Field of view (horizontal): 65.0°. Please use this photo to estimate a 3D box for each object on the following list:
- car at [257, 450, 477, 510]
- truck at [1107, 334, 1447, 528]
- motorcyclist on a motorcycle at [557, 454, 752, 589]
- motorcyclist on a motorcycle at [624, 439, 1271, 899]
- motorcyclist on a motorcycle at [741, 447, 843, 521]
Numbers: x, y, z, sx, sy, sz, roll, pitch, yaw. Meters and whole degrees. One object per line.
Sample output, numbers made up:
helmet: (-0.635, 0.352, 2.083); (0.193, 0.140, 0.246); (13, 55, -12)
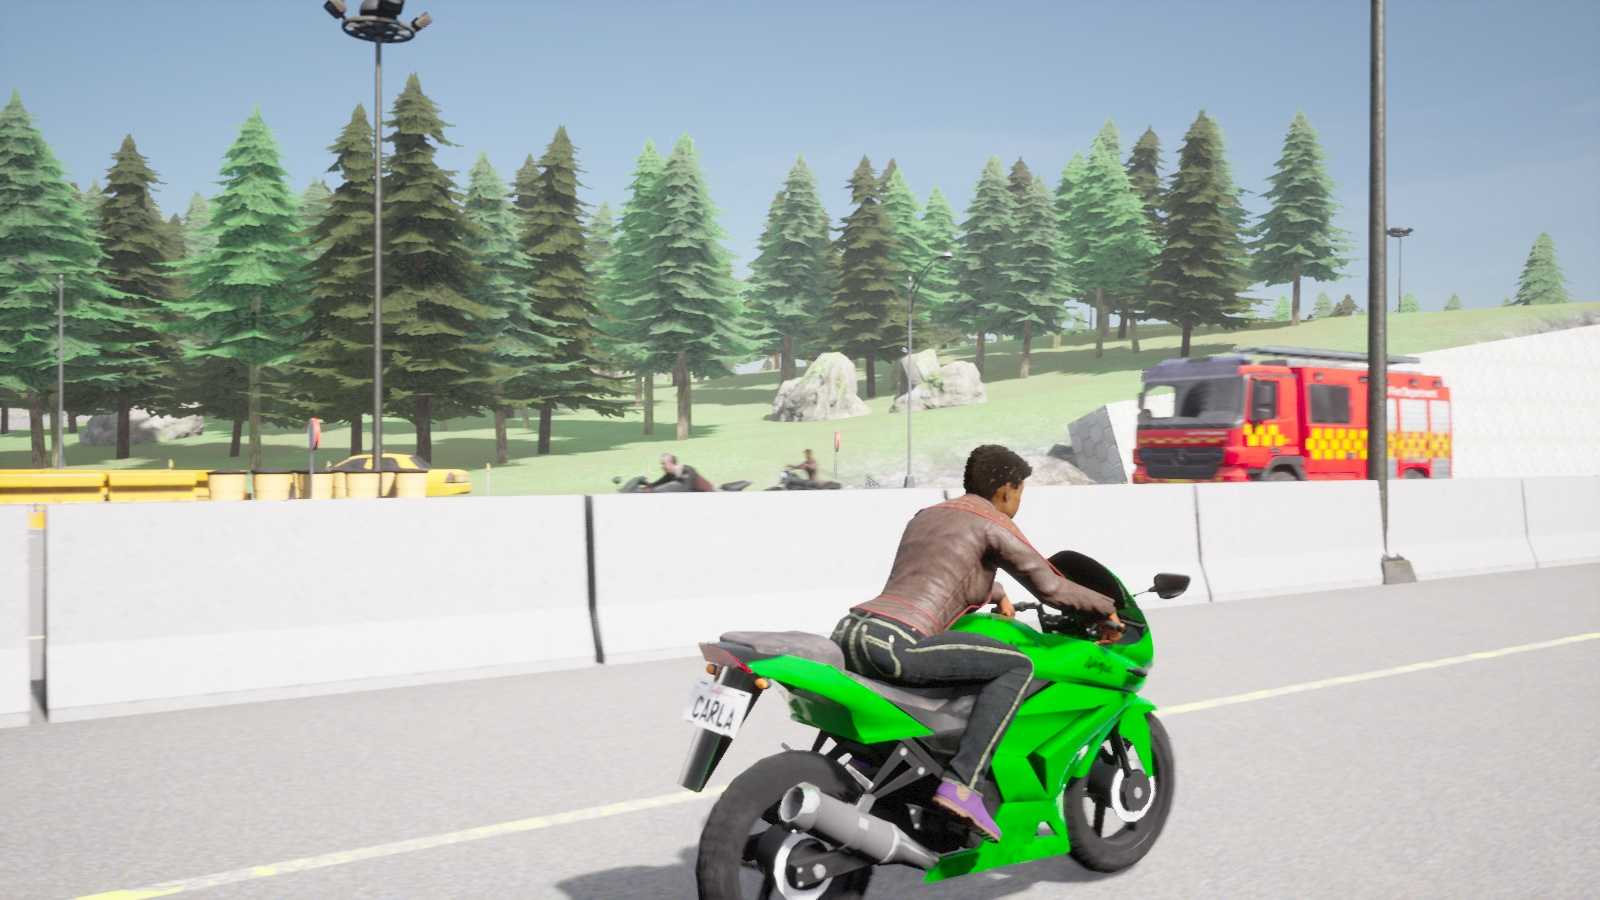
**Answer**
car: (-11.708, 0.792, 34.194); (5.366, 1.575, 1.801); (0, 0, 1)
truck: (10.926, -0.373, 28.325); (8.468, 3.827, 2.891); (0, 0, -35)
motorcyclist on a motorcycle: (-1.742, 0.821, 15.239); (2.191, 1.530, 0.866); (1, -1, -35)
motorcyclist on a motorcycle: (0.539, 0.736, 4.034); (2.044, 1.523, 0.797); (0, 0, -35)
motorcyclist on a motorcycle: (-0.167, 0.767, 29.129); (2.350, 1.649, 0.766); (0, 0, -35)
